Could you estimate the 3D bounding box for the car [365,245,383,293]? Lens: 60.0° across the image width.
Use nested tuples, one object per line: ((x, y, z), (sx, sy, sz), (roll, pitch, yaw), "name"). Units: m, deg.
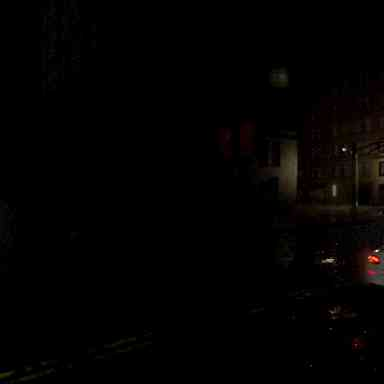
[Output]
((5.704, 1.499, 7.494), (4.674, 1.442, 1.812), (0, 0, -35), "car")
